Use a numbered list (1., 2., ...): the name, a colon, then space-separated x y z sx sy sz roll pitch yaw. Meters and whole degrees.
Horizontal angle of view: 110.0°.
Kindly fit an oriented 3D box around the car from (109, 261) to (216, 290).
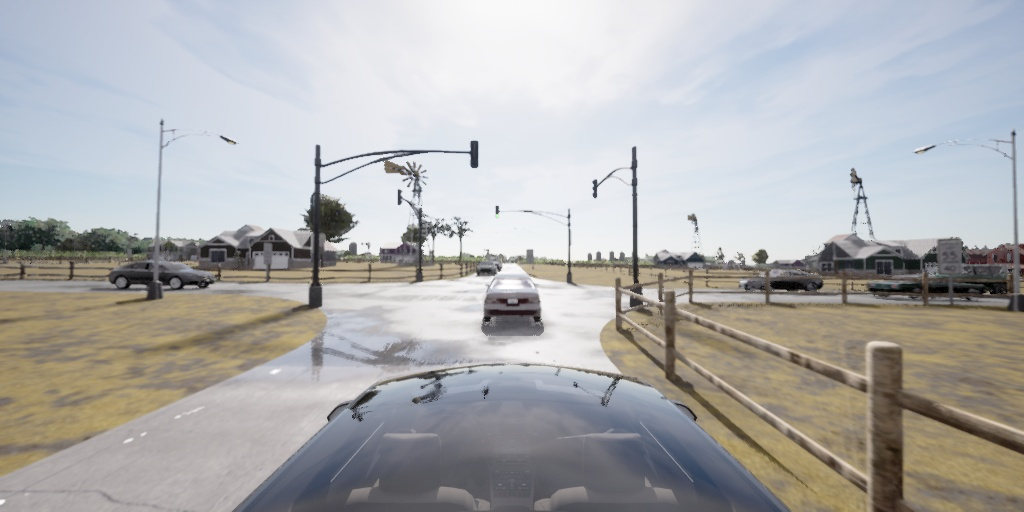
1. car: -19.165 1.048 19.775 4.892 1.490 1.837 1 -2 0

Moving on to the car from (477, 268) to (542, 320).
1. car: 0.002 1.333 12.673 2.033 1.411 5.357 0 0 0

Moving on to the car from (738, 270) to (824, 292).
1. car: 17.439 1.633 23.399 4.902 1.511 2.128 1 -2 -2

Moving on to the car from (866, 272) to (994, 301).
1. car: 22.702 1.720 19.705 4.718 1.301 1.895 1 -2 1

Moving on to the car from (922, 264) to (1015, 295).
1. car: 28.905 1.549 23.368 5.566 2.045 2.150 1 -2 0

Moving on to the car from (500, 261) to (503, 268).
1. car: -2.793 1.262 53.302 2.150 2.045 5.566 0 0 0

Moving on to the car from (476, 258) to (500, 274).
1. car: -2.820 1.304 40.851 2.097 1.767 4.553 0 0 0
